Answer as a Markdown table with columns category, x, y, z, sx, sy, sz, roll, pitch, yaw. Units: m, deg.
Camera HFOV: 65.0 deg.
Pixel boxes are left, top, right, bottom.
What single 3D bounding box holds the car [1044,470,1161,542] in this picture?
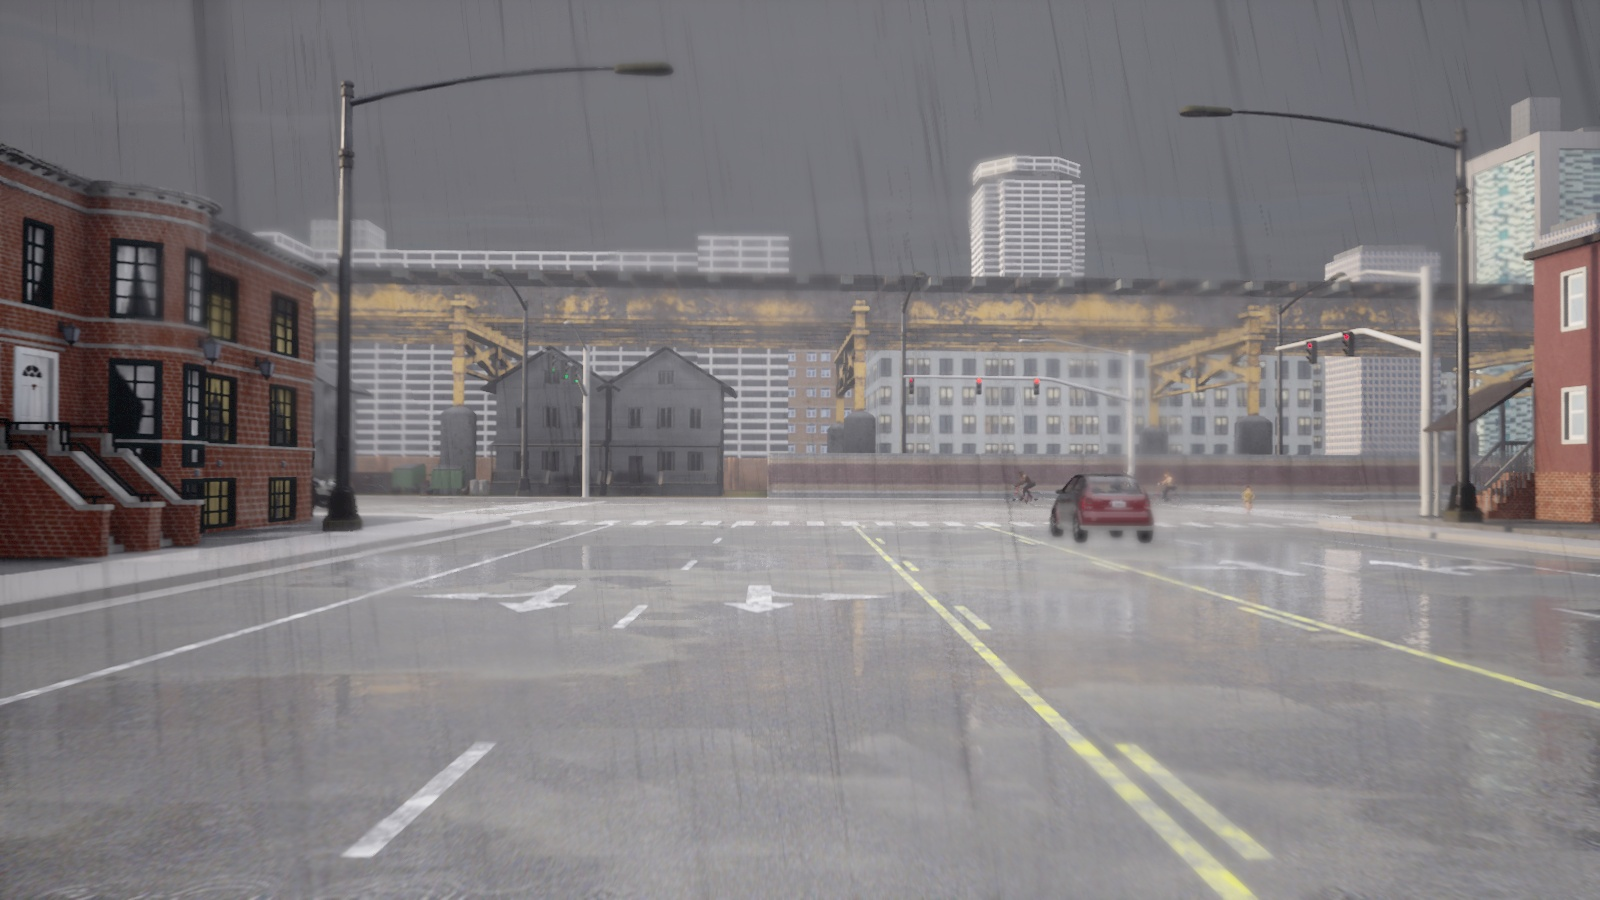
| category | x | y | z | sx | sy | sz | roll | pitch | yaw |
| --- | --- | --- | --- | --- | --- | --- | --- | --- | --- |
| car | 6.929 | 1.253 | 29.132 | 1.789 | 1.549 | 3.705 | 0 | -1 | 0 |

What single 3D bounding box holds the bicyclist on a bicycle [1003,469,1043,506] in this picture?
| category | x | y | z | sx | sy | sz | roll | pitch | yaw |
| --- | --- | --- | --- | --- | --- | --- | --- | --- | --- |
| bicyclist on a bicycle | 9.851 | 1.658 | 55.541 | 1.656 | 1.620 | 0.582 | -1 | -1 | 0 |

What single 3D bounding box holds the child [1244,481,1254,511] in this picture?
| category | x | y | z | sx | sy | sz | roll | pitch | yaw |
| --- | --- | --- | --- | --- | --- | --- | --- | --- | --- |
| child | 16.845 | 1.708 | 47.123 | 0.255 | 1.110 | 0.394 | 0 | -1 | 1 |

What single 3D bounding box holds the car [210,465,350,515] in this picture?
| category | x | y | z | sx | sy | sz | roll | pitch | yaw |
| --- | --- | --- | --- | --- | --- | --- | --- | --- | --- |
| car | -20.027 | 1.523 | 48.490 | 4.605 | 1.855 | 1.932 | 0 | -1 | 0 |

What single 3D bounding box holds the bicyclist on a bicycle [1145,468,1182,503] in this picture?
| category | x | y | z | sx | sy | sz | roll | pitch | yaw |
| --- | --- | --- | --- | --- | --- | --- | --- | --- | --- |
| bicyclist on a bicycle | 17.087 | 1.672 | 59.060 | 1.509 | 1.612 | 0.866 | 0 | -1 | 0 |
